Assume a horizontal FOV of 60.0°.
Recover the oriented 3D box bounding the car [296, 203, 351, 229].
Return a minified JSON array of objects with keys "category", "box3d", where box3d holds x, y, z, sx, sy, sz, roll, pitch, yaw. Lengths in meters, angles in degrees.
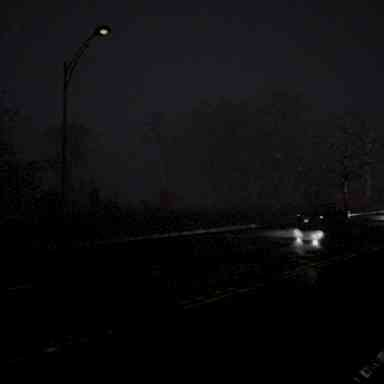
[{"category":"car","box3d":[8.562,1.464,21.474,4.902,1.511,2.128,0,1,-44]}]
